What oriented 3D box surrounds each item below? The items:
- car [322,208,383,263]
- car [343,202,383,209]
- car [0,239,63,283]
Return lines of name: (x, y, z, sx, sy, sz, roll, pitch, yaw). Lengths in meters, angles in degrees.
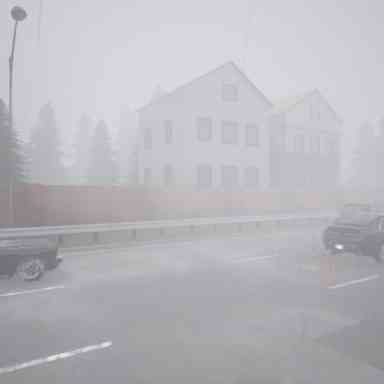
car: (6.771, 1.504, 12.001, 4.892, 1.490, 1.837, 0, 0, -33)
car: (9.899, 1.350, 18.163, 4.553, 1.767, 2.097, 0, 0, -33)
car: (-5.746, 1.600, 8.137, 4.718, 1.301, 1.895, 0, 0, -33)
